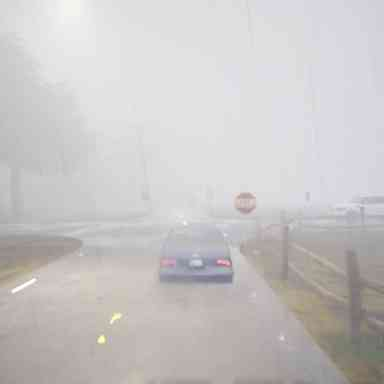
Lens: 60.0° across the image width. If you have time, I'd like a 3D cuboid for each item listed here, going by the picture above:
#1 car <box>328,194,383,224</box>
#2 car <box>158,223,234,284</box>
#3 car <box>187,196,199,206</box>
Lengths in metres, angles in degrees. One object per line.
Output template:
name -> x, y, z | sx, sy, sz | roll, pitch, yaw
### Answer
car -> 13.042, 1.202, 24.568 | 5.566, 2.045, 2.150 | -1, 0, -1
car -> 0.101, 1.611, 9.762 | 2.033, 1.411, 5.357 | 0, 0, 0
car -> 0.144, 1.776, 67.479 | 2.150, 2.045, 5.566 | 0, 0, 0
